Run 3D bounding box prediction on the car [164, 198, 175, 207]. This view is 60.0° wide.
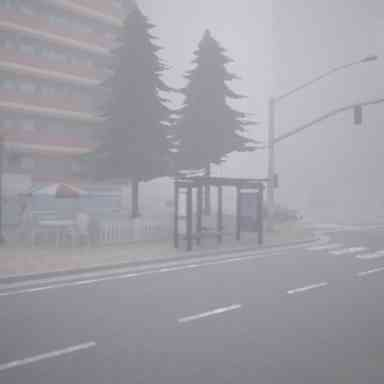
[{"bbox_3d":[-1.707,1.405,41.496,1.882,1.535,5.008,1,0,-36],"label":"car"}]

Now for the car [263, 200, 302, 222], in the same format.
[{"bbox_3d":[7.201,1.756,28.912,2.128,1.511,4.902,1,0,-35],"label":"car"}]
